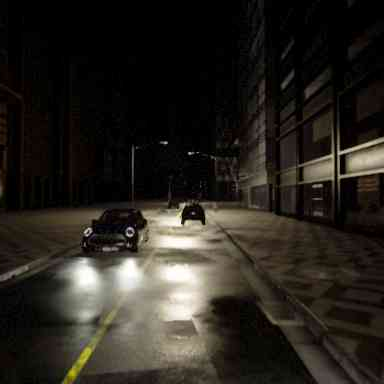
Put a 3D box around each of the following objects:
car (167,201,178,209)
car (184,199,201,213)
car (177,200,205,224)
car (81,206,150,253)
[{"bbox_3d":[-3.049,2.149,55.961,2.033,1.411,5.357,0,-1,1],"label":"car"},{"bbox_3d":[0.093,1.836,44.817,2.097,1.767,4.553,0,-1,0],"label":"car"},{"bbox_3d":[0.099,1.732,27.779,2.033,1.649,4.856,0,-1,0],"label":"car"},{"bbox_3d":[-3.100,1.508,14.300,2.097,1.767,4.553,0,-1,0],"label":"car"}]
